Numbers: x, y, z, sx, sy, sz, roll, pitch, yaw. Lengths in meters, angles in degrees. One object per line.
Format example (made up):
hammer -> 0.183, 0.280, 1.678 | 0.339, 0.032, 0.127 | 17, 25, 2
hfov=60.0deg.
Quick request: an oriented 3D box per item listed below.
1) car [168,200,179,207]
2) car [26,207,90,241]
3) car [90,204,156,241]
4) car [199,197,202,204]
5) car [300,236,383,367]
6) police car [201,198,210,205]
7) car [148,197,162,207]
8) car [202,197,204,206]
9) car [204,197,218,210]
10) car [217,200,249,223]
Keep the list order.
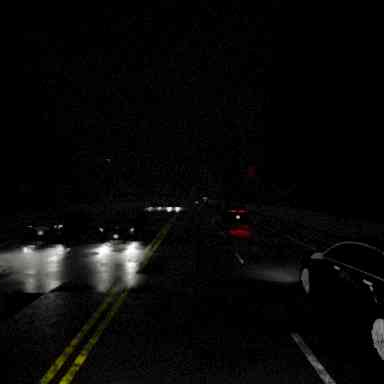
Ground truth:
car -> -3.285, 2.075, 59.587 | 1.895, 1.301, 4.718 | 0, -1, 1
car -> -6.600, 1.523, 16.942 | 2.128, 1.511, 4.902 | 0, 0, 0
car -> -3.350, 1.580, 17.295 | 2.033, 1.411, 5.357 | 0, 0, 0
car -> 3.249, 2.133, 70.340 | 2.128, 1.511, 4.902 | 0, -1, 0
car -> 3.348, 1.511, 5.641 | 1.837, 1.490, 4.892 | 0, 0, 0
police car -> 3.248, 2.255, 81.457 | 1.930, 1.638, 5.238 | 0, -1, 0
car -> -6.540, 1.828, 59.724 | 2.097, 1.767, 4.553 | 0, -1, 1
car -> 3.249, 2.034, 59.333 | 1.994, 1.385, 4.181 | 0, -1, 0
car -> 3.249, 1.814, 48.359 | 2.163, 1.488, 4.792 | 0, -1, 0
car -> 3.348, 1.584, 26.673 | 1.837, 1.490, 4.892 | 0, 0, 0
